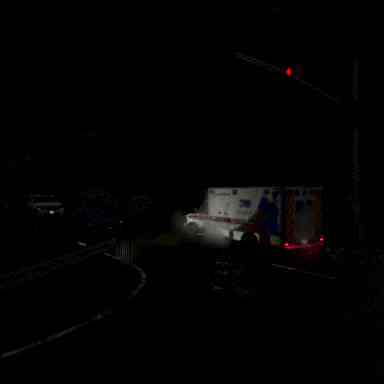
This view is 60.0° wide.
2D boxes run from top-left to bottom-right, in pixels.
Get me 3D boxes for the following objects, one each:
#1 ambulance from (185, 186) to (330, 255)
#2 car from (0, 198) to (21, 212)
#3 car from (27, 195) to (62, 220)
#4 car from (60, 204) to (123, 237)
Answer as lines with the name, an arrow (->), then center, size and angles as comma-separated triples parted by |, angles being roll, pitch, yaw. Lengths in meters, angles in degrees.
ambulance -> 2.186, 1.040, 13.761 | 2.351, 2.431, 6.366 | 0, 0, -36
car -> -21.581, 1.518, 37.864 | 4.892, 1.490, 1.837 | 0, -1, 27
car -> -12.446, 1.235, 28.088 | 2.150, 2.045, 5.566 | 0, 0, -35
car -> -5.454, 1.491, 18.235 | 1.882, 1.535, 5.008 | 0, 0, -36
